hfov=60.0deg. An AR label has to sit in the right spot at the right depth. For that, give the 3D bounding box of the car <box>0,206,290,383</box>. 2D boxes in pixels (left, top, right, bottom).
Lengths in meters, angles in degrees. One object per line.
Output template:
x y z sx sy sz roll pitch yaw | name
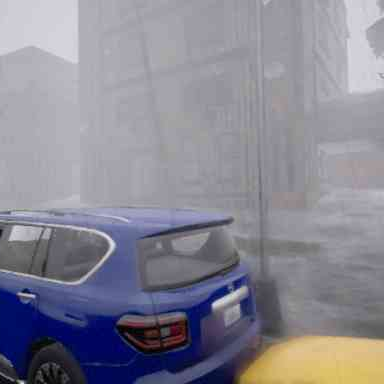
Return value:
-1.833 1.221 4.590 5.566 2.045 2.435 0 0 35 | car
